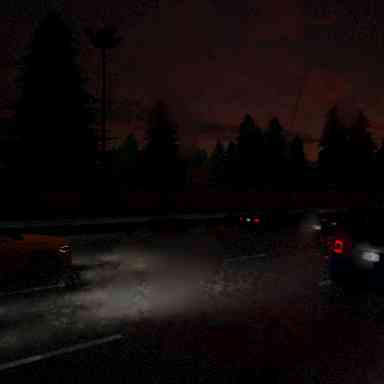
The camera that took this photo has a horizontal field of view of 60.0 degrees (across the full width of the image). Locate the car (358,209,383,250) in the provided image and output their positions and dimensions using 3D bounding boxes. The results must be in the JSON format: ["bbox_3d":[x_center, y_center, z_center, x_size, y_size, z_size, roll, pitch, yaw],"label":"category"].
[{"bbox_3d":[9.699,1.586,14.960,5.008,1.535,1.882,0,0,-35],"label":"car"}]

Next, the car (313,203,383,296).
[{"bbox_3d":[5.461,1.281,7.640,5.566,2.045,2.150,0,0,-35],"label":"car"}]

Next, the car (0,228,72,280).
[{"bbox_3d":[-5.636,1.479,8.325,5.008,1.535,1.882,0,0,-35],"label":"car"}]

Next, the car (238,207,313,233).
[{"bbox_3d":[5.251,1.653,20.385,5.357,1.411,2.033,0,0,-35],"label":"car"}]

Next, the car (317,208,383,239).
[{"bbox_3d":[9.224,1.686,18.920,4.181,1.385,1.994,0,0,-35],"label":"car"}]
